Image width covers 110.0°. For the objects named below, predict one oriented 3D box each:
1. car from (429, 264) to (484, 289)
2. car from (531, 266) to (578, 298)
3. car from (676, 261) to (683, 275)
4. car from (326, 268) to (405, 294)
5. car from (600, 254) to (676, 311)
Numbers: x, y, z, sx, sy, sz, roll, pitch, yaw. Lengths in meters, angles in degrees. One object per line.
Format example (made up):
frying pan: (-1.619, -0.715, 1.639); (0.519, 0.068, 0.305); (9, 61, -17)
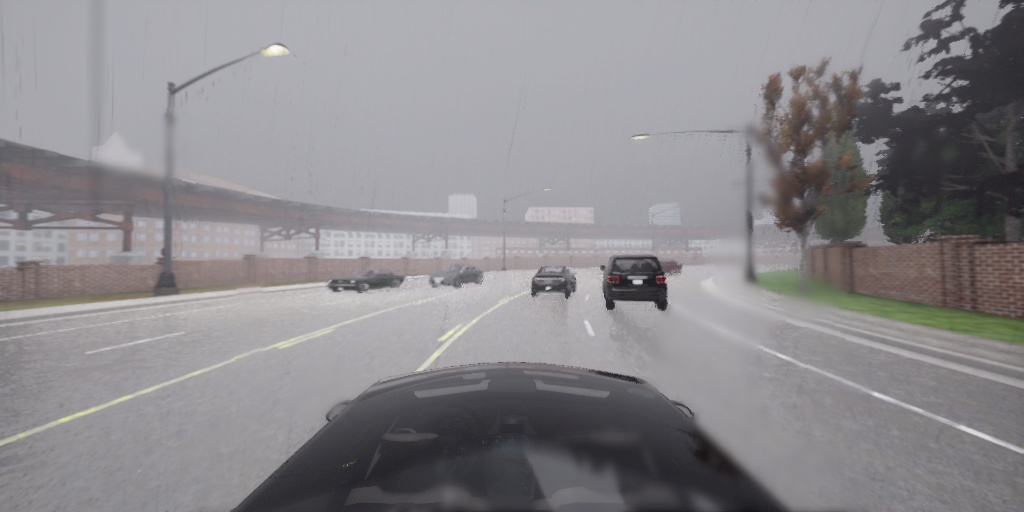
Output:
car: (-3.521, 1.272, 23.373); (2.128, 1.511, 4.902); (0, 0, 20)
car: (2.266, 1.236, 18.443); (2.128, 1.511, 4.902); (-1, 0, 15)
car: (15.316, 1.123, 35.406); (1.882, 1.535, 5.008); (-2, -1, 40)
car: (-8.211, 1.389, 20.545); (1.895, 1.301, 4.718); (0, 0, 16)
car: (4.900, 0.958, 14.770); (2.150, 2.045, 5.566); (-1, 0, 14)
